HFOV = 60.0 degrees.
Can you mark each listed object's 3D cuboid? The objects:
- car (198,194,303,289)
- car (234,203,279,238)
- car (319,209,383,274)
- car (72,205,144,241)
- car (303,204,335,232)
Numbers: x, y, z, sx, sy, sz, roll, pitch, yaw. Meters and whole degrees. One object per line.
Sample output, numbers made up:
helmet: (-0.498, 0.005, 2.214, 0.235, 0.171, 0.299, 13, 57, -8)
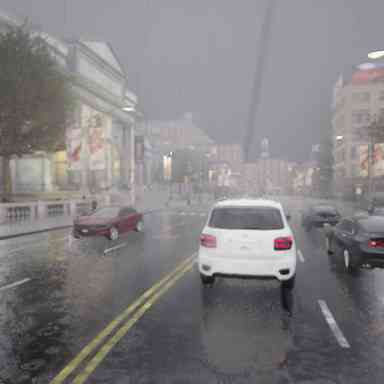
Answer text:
car: (1.616, 1.203, 9.405, 2.150, 2.045, 5.566, 0, 0, 12)
car: (3.708, 1.455, 18.684, 2.128, 1.511, 4.902, 0, 0, 13)
car: (5.419, 1.488, 10.309, 1.837, 1.490, 4.892, 0, -1, 12)
car: (-4.057, 1.430, 16.843, 1.882, 1.535, 5.008, 0, 0, 13)
car: (7.514, 1.474, 19.587, 1.837, 1.490, 4.892, 0, 0, 13)
